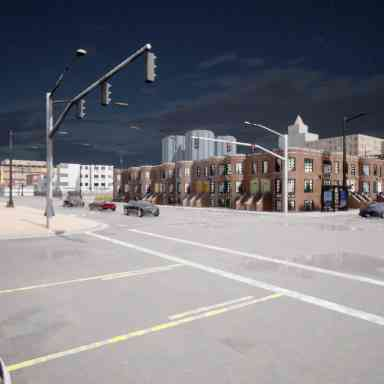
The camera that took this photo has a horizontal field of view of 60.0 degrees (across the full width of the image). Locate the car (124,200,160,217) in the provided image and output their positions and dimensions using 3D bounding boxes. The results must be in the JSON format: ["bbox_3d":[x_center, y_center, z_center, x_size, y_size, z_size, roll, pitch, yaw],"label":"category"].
[{"bbox_3d":[-4.815,1.505,31.360,1.837,1.490,4.892,0,0,-36],"label":"car"}]

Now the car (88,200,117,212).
[{"bbox_3d":[-10.629,1.601,39.409,1.895,1.301,4.718,0,0,-36],"label":"car"}]

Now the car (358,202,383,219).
[{"bbox_3d":[16.585,1.548,28.818,5.357,1.411,2.033,0,0,-36],"label":"car"}]

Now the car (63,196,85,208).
[{"bbox_3d":[-17.206,1.352,48.530,2.097,1.767,4.553,0,0,-36],"label":"car"}]

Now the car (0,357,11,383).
[{"bbox_3d":[-3.740,1.221,1.100,5.566,2.045,2.150,0,0,-35],"label":"car"}]
